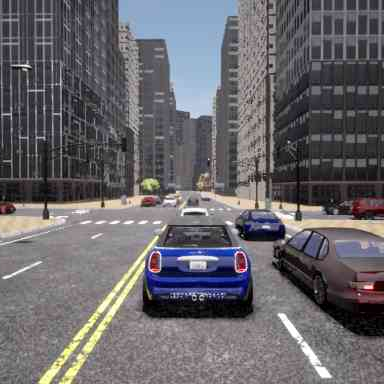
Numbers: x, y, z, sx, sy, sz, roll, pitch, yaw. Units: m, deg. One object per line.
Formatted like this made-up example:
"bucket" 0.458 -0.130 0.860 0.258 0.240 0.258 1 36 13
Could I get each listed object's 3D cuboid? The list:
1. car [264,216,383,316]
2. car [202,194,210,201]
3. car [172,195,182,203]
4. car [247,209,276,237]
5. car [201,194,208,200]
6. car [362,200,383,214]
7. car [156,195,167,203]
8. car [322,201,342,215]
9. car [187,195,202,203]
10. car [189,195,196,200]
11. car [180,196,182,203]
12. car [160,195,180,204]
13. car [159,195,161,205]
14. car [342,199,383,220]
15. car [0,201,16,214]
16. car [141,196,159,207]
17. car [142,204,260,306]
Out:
"car" 3.362 1.544 7.817 2.033 1.411 5.357 0 0 0
"car" 3.380 1.514 80.062 1.895 1.301 4.718 0 0 0
"car" -3.138 1.418 69.709 1.882 1.535 5.008 0 0 0
"car" 3.376 1.555 17.057 1.994 1.385 4.181 0 0 0
"car" 3.396 1.267 90.034 1.812 1.442 4.674 0 0 0
"car" 21.870 1.643 37.084 4.829 1.417 1.752 1 0 1
"car" -6.387 1.418 70.348 1.882 1.535 5.008 0 0 0
"car" 16.065 1.614 34.604 4.892 1.490 1.837 0 1 0
"car" 0.186 1.448 57.424 2.128 1.511 4.902 0 0 0
"car" 0.146 1.450 90.042 2.033 1.411 5.357 0 0 0
"car" -3.230 1.501 59.493 2.033 1.411 5.357 0 0 0
"car" -3.261 1.490 49.802 1.812 1.442 4.674 0 0 0
"car" -6.480 1.500 59.978 2.033 1.411 5.357 0 0 0
"car" 16.248 1.519 28.807 5.009 1.841 2.192 1 0 1
"car" -19.341 1.408 32.038 4.181 1.385 1.994 1 1 1
"car" -6.510 1.442 50.051 1.882 1.535 5.008 0 0 0
"car" 0.113 1.348 8.158 2.097 1.767 4.553 0 0 0
